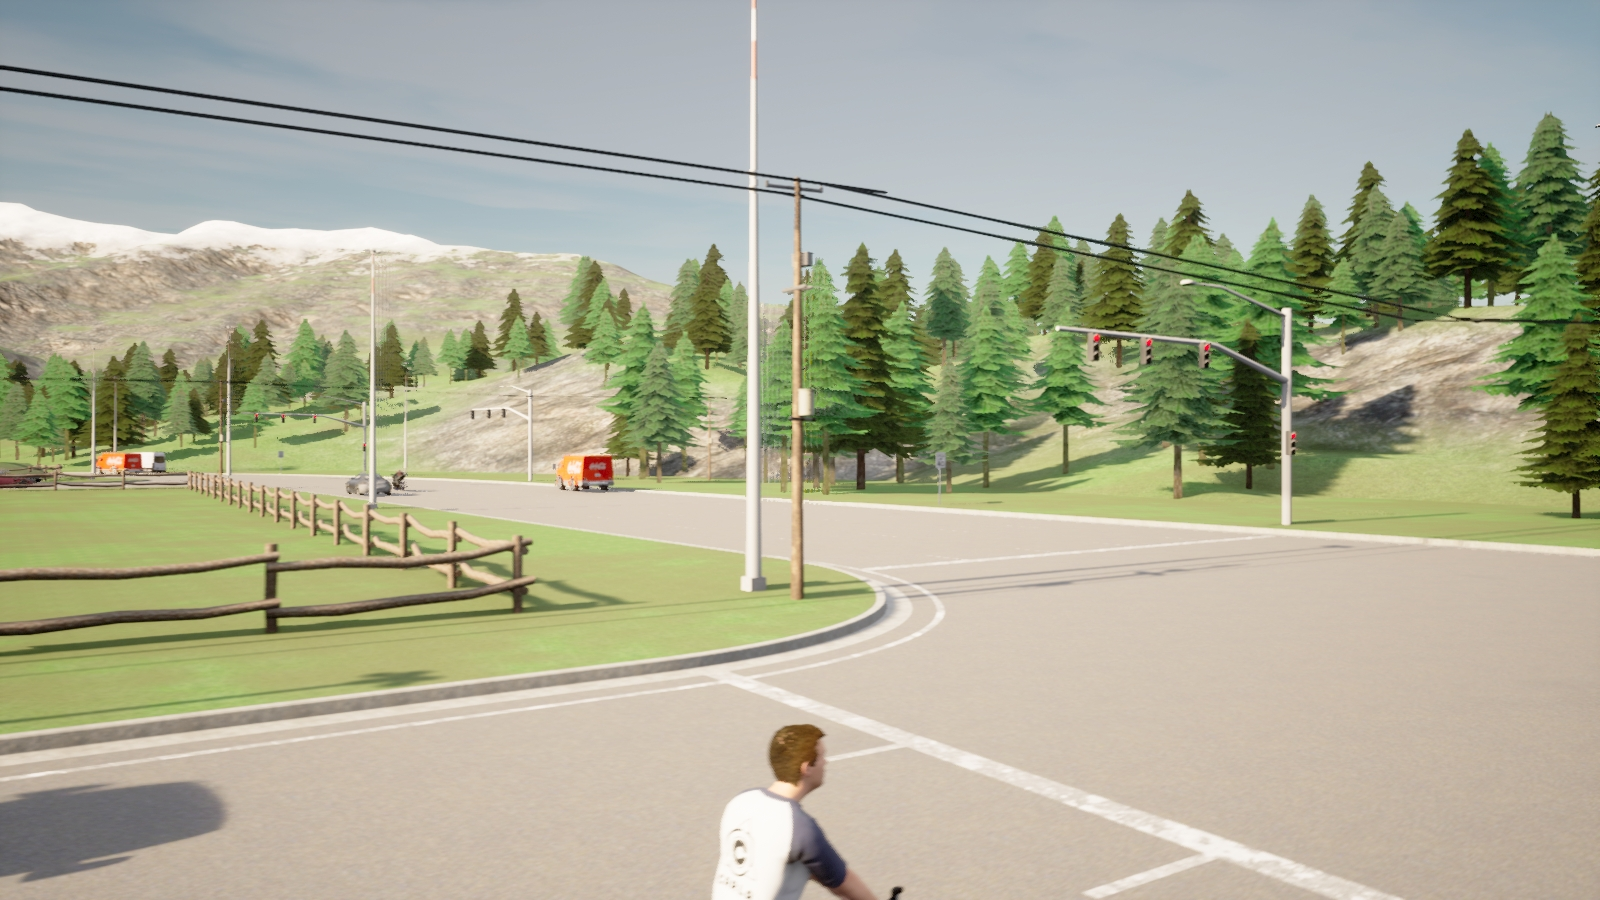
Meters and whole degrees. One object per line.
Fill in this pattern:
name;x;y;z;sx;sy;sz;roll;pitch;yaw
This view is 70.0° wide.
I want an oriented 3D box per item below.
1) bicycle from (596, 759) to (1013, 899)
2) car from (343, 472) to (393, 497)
bicycle;0.072;2.059;4.250;1.643;1.496;0.373;1;0;-35
car;-27.103;2.134;71.656;1.994;1.385;4.181;0;0;-35
